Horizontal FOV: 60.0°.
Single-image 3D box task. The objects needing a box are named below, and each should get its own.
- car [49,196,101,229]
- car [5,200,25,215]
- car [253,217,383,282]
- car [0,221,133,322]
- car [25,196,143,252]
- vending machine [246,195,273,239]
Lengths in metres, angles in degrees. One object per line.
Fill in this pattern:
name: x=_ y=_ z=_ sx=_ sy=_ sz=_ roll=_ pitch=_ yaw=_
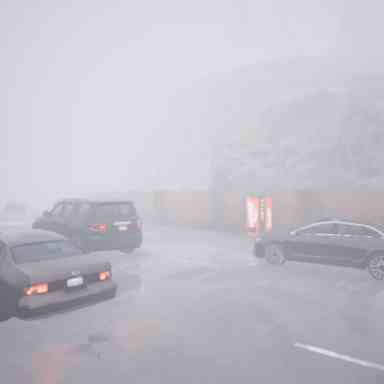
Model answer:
car: x=-8.481 y=1.313 z=23.718 sx=2.150 sy=2.045 sz=5.566 roll=0 pitch=0 yaw=-34
car: x=-19.636 y=1.644 z=37.086 sx=1.882 sy=1.535 sz=5.008 roll=0 pitch=0 yaw=-27
car: x=4.205 y=1.506 z=9.842 sx=4.902 sy=1.511 sz=2.128 roll=0 pitch=0 yaw=38
car: x=-3.797 y=1.580 z=7.362 sx=5.357 sy=1.411 sz=2.033 roll=0 pitch=0 yaw=44
car: x=-4.141 y=1.272 z=12.721 sx=5.566 sy=2.045 sz=2.150 roll=0 pitch=0 yaw=45
vending machine: x=3.424 y=1.229 z=16.812 sx=0.880 sy=2.100 sz=1.100 roll=0 pitch=0 yaw=44
